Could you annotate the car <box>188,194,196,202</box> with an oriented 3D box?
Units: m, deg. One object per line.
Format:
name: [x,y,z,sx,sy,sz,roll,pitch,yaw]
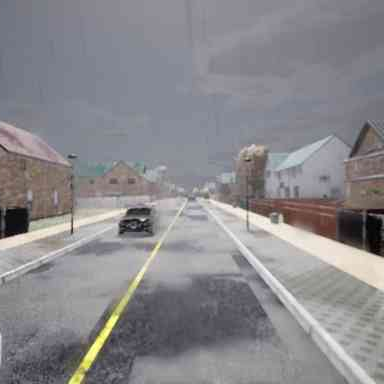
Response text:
car: [-0.045,1.557,81.335,1.882,1.535,5.008,0,0,0]

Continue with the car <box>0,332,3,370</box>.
car: [-2.843,1.223,0.828,2.150,2.045,5.566,0,0,0]

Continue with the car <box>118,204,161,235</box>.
car: [-2.841,1.475,18.664,1.837,1.490,4.892,0,0,0]
